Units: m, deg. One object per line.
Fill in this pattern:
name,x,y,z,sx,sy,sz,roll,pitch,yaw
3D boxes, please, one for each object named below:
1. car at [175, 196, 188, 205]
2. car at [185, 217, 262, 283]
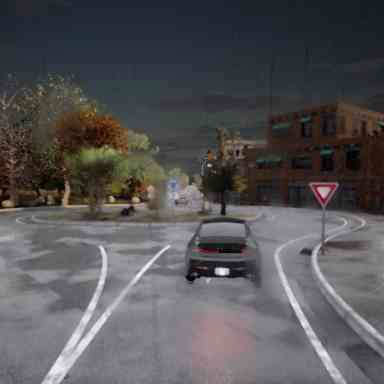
car,-1.788,1.346,54.132,2.128,1.511,4.902,0,0,-8
car,0.923,1.493,9.652,1.837,1.490,4.892,0,0,6
